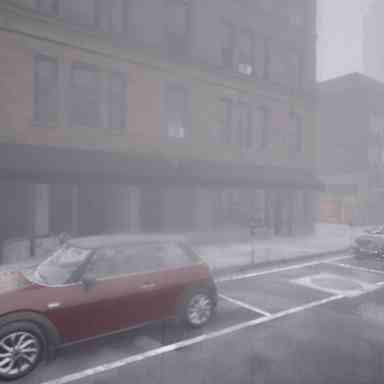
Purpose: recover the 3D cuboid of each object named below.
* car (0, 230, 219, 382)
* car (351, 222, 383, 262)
[{"bbox_3d":[-1.595,1.463,5.394,4.097,1.590,1.967,1,0,-35],"label":"car"},{"bbox_3d":[7.400,1.717,11.808,4.403,1.369,2.008,1,0,-35],"label":"car"}]
